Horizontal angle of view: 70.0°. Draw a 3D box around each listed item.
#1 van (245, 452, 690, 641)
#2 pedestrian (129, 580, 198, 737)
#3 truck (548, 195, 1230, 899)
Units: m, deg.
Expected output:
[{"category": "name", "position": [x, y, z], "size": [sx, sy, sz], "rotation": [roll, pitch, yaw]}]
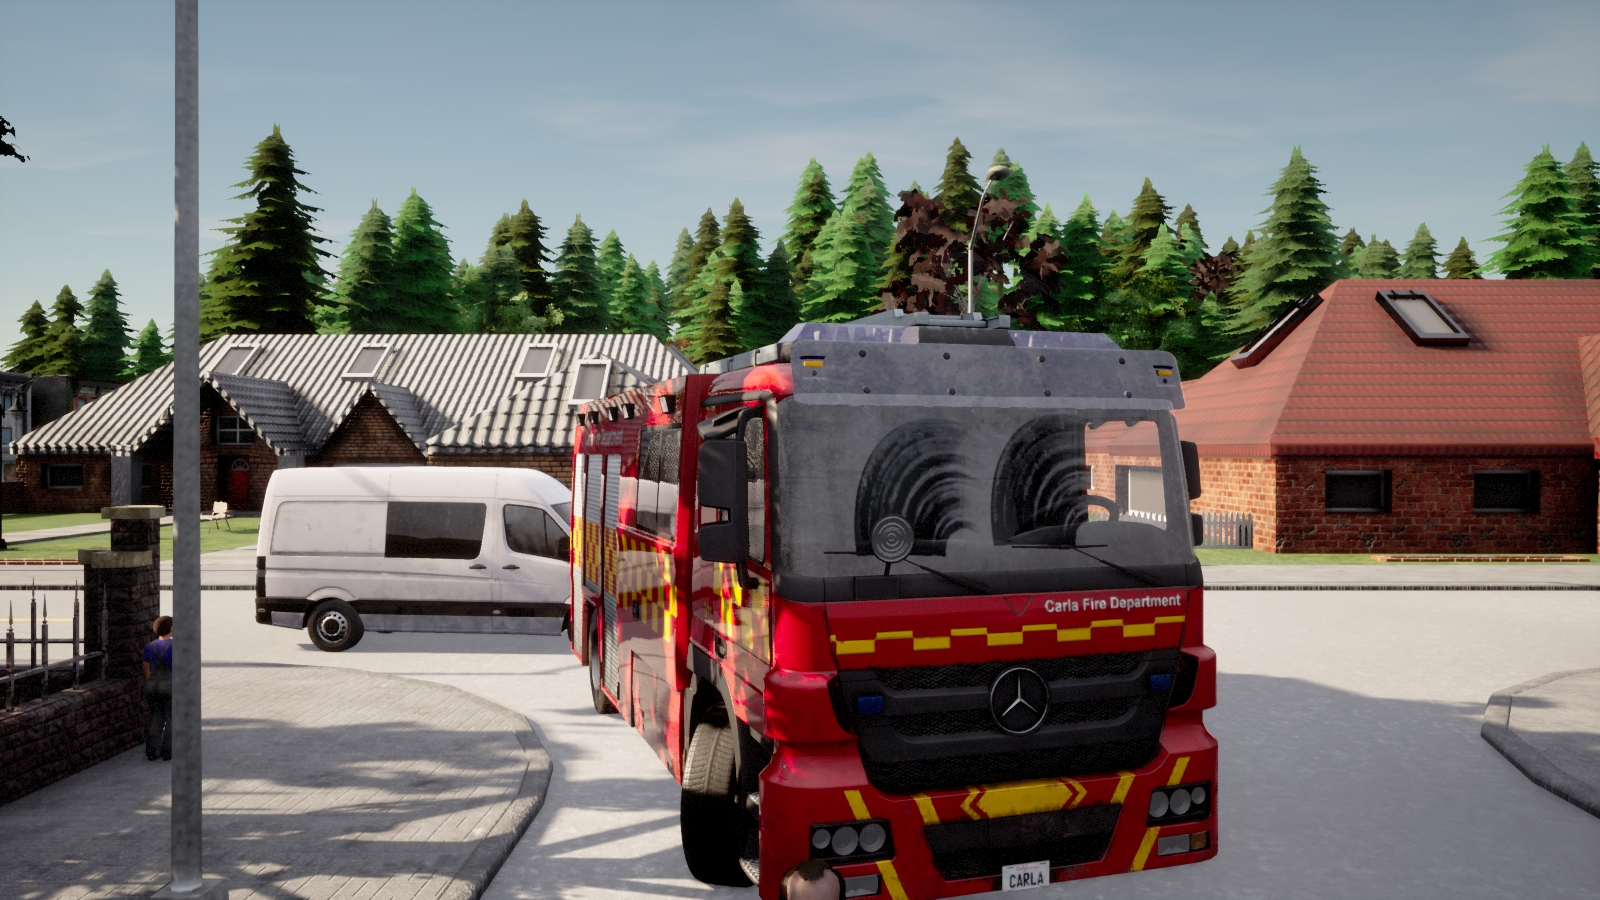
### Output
[{"category": "van", "position": [-4.701, 1.314, 16.673], "size": [5.915, 2.561, 1.988], "rotation": [0, 0, 4]}, {"category": "pedestrian", "position": [-5.561, 1.806, 9.983], "size": [0.375, 1.300, 0.375], "rotation": [0, 0, 9]}, {"category": "truck", "position": [-0.279, 0.670, 10.050], "size": [2.891, 3.827, 8.468], "rotation": [0, 0, -19]}]
